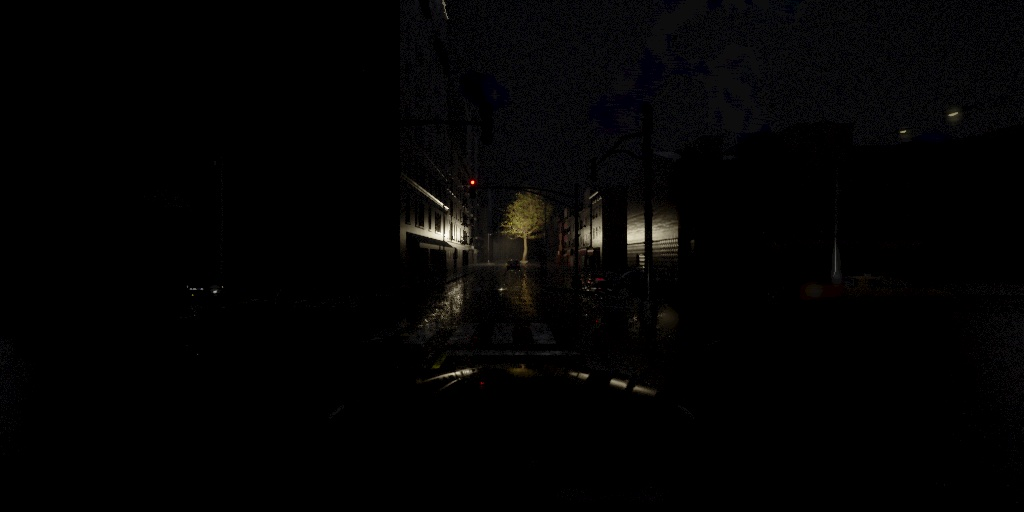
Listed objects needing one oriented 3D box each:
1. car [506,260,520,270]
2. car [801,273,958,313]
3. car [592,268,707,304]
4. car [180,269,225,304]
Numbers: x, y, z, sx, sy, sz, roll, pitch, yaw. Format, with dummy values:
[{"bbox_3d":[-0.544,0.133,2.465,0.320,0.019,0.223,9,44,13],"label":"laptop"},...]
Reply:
[{"bbox_3d":[0.176,1.274,51.490,2.033,1.411,5.357,0,0,0],"label":"car"},{"bbox_3d":[13.903,1.346,13.670,4.829,1.417,1.751,0,0,0],"label":"car"},{"bbox_3d":[6.136,1.275,16.158,4.902,1.511,2.128,0,0,-2],"label":"car"},{"bbox_3d":[-14.476,1.173,14.553,4.892,1.490,1.837,1,0,0],"label":"car"}]
